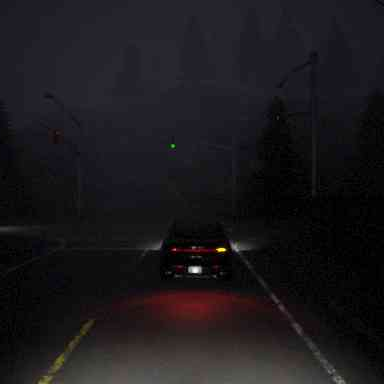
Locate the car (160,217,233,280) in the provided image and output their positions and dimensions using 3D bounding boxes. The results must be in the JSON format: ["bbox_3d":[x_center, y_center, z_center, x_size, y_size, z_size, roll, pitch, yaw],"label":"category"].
[{"bbox_3d":[0.177,1.508,9.978,1.837,1.490,4.892,0,0,2],"label":"car"}]
